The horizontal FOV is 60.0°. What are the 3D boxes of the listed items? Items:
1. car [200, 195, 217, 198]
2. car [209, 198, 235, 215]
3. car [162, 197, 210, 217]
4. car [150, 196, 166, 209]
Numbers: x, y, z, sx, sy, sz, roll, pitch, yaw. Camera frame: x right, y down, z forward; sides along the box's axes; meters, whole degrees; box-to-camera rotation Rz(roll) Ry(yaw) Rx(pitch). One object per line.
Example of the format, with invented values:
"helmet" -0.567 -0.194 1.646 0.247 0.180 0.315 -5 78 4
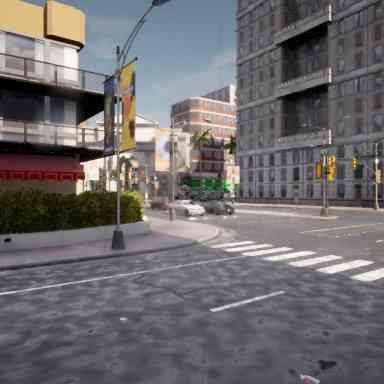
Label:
"car" 3.888 1.500 82.094 4.892 1.490 1.837 0 0 -35
"car" 2.423 1.564 33.825 1.994 1.385 4.181 0 0 -35
"car" -0.648 1.526 32.105 1.812 1.442 4.674 0 0 -35
"car" -3.444 1.352 42.198 2.097 1.767 4.553 0 0 -35
